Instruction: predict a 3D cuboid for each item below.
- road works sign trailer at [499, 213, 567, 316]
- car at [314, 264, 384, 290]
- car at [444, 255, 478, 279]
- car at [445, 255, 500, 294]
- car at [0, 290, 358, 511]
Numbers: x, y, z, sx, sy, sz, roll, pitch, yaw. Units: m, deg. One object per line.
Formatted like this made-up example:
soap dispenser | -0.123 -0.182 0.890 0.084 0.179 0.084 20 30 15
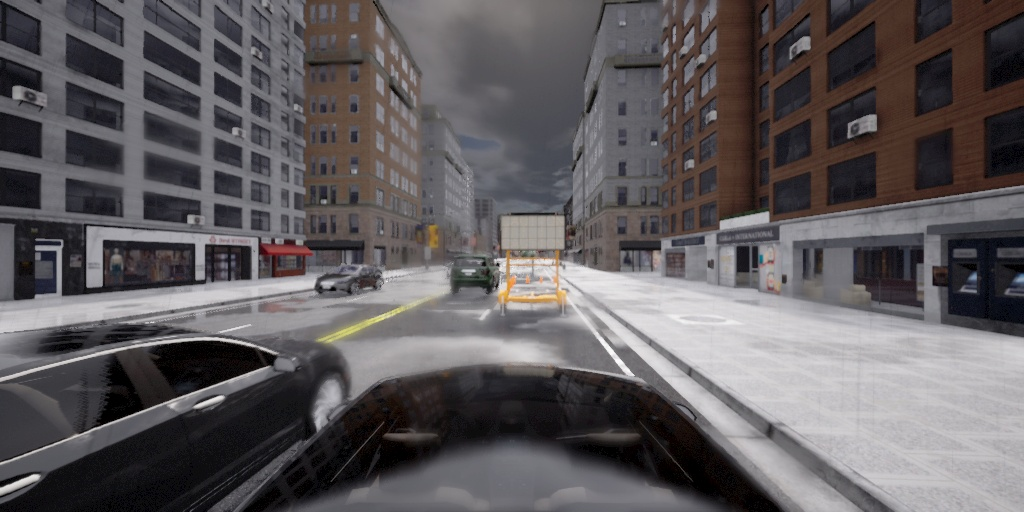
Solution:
road works sign trailer | 0.774 0.207 13.296 2.380 3.560 2.880 0 0 3
car | -8.724 1.230 19.602 2.128 1.511 4.902 0 0 3
car | -4.645 0.953 33.659 2.150 2.045 5.566 0 0 3
car | -1.970 0.962 20.272 2.150 2.045 5.566 0 0 3
car | -3.012 1.254 2.535 1.837 1.490 4.892 0 0 3
